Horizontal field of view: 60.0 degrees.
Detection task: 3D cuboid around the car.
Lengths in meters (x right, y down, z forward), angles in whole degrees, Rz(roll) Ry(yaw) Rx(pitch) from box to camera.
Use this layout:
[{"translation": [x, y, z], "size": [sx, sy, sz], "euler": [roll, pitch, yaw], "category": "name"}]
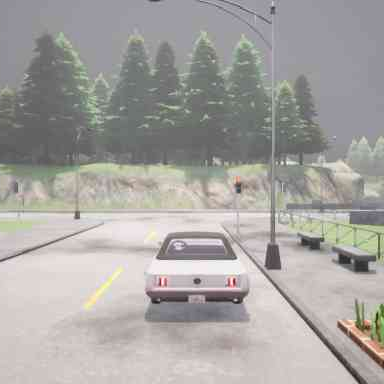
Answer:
[{"translation": [0.095, 1.601, 8.098], "size": [1.895, 1.301, 4.718], "euler": [0, 0, 0], "category": "car"}]
